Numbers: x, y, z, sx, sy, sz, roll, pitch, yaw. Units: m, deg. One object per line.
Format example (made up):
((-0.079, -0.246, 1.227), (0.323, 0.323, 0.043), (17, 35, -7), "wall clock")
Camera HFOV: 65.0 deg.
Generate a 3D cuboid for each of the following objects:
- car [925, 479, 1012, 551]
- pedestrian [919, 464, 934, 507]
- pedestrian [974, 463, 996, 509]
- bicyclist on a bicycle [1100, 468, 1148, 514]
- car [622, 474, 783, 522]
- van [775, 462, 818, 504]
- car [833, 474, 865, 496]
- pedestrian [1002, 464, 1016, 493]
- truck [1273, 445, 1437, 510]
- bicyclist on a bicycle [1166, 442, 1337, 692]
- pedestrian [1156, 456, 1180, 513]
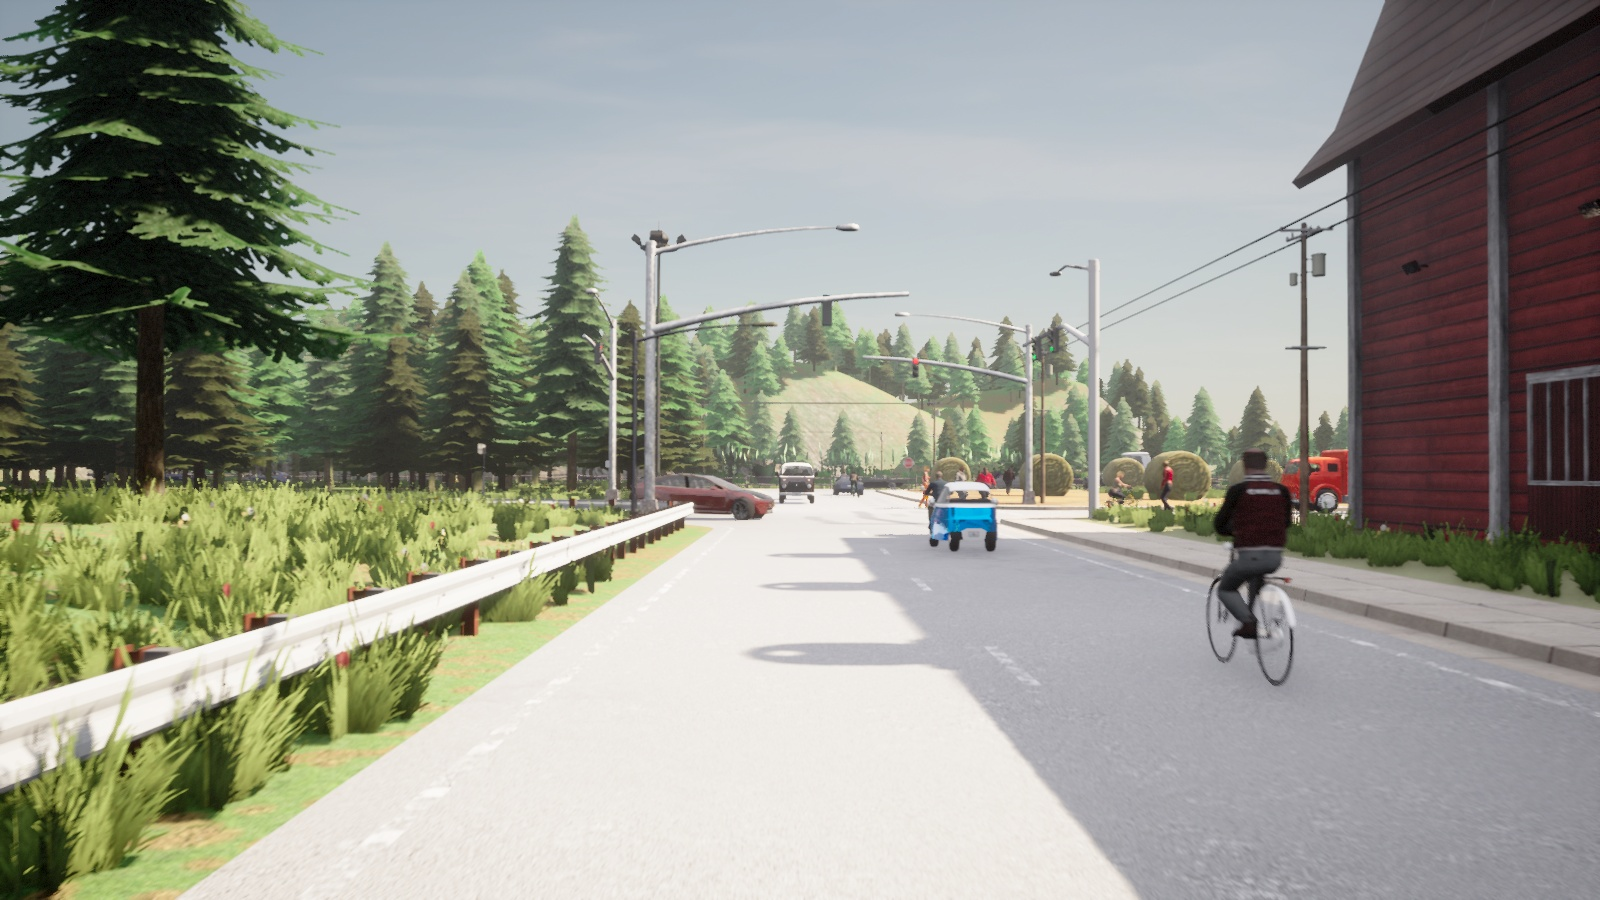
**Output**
((3.437, 1.311, 25.885), (1.481, 1.376, 2.207), (0, -1, 0), "car")
((5.426, 1.534, 53.855), (0.594, 1.836, 0.345), (0, -1, 0), "pedestrian")
((7.417, 1.446, 50.369), (0.634, 1.844, 0.899), (0, -1, -6), "pedestrian")
((11.660, 1.473, 45.214), (1.509, 1.612, 0.866), (0, -1, -1), "bicyclist on a bicycle")
((-3.137, 1.529, 40.817), (4.792, 1.488, 2.163), (0, -1, 13), "car")
((-0.154, 1.645, 62.953), (2.069, 2.038, 4.480), (0, -1, 0), "van")
((3.292, 2.365, 85.367), (1.994, 1.385, 4.181), (0, -1, 0), "car")
((13.145, 1.783, 78.907), (0.634, 1.844, 0.899), (-1, -1, 24), "pedestrian")
((21.530, 1.071, 48.930), (5.204, 2.467, 2.627), (0, -1, -1), "truck")
((3.477, 0.846, 9.854), (0.659, 1.776, 1.843), (0, -1, 0), "bicyclist on a bicycle")
((11.928, 1.108, 40.726), (0.636, 1.846, 0.331), (-1, -1, 43), "pedestrian")
